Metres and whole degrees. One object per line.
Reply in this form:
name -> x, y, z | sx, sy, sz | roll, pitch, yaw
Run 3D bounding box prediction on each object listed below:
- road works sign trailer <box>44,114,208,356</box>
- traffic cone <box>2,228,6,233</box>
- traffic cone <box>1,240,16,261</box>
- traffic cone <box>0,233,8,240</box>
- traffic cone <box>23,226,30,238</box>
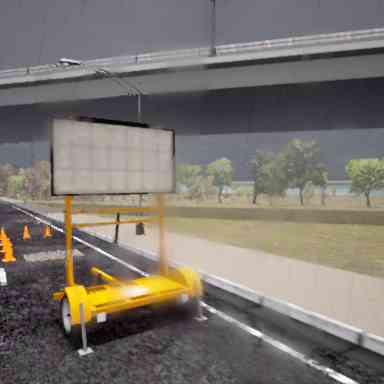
road works sign trailer -> -1.462, 0.455, 6.342 | 2.380, 3.560, 2.880 | -1, 0, -34
traffic cone -> -8.210, 2.013, 14.612 | 0.340, 0.580, 0.340 | -1, 0, -31
traffic cone -> -6.141, 1.996, 11.189 | 0.340, 0.580, 0.340 | -1, 0, -31
traffic cone -> -7.175, 2.005, 12.901 | 0.340, 0.580, 0.340 | -1, 0, -31
traffic cone -> -8.389, 2.008, 16.841 | 0.340, 0.580, 0.340 | -1, 0, -31
